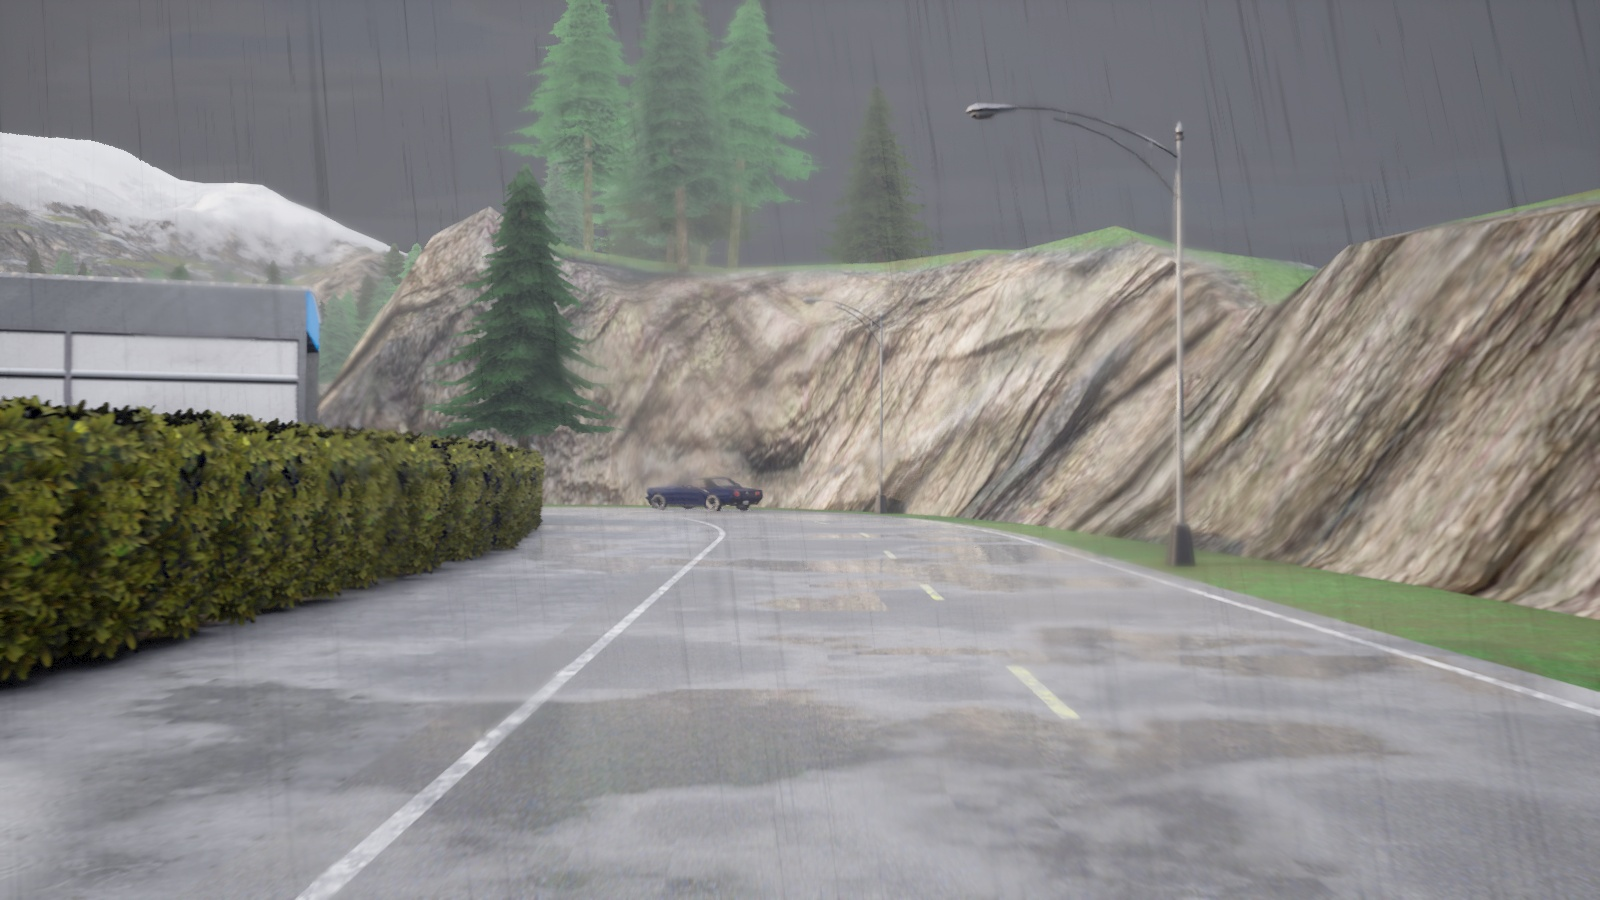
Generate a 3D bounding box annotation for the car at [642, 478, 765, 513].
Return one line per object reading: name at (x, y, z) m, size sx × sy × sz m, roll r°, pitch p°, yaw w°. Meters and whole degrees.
car at (-3.804, 1.752, 49.056) m, size 4.718 × 1.301 × 1.895 m, roll -1°, pitch -1°, yaw 38°
